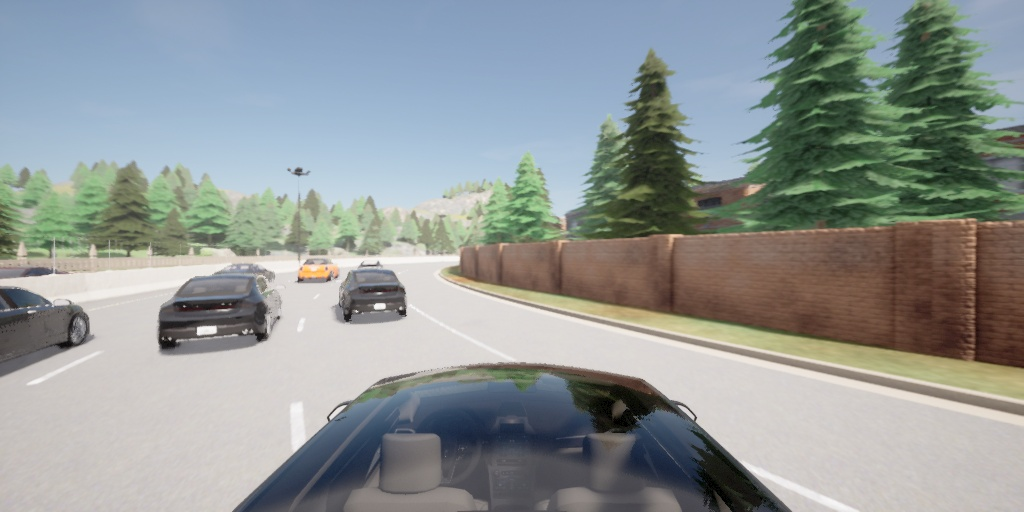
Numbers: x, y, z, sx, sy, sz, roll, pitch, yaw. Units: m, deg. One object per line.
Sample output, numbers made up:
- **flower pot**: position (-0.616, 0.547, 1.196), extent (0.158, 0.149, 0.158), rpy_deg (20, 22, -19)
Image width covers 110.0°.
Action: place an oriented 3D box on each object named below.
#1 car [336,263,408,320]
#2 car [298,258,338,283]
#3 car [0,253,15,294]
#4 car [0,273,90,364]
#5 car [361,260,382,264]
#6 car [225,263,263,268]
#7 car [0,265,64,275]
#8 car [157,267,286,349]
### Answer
- **car**: position (-4.886, 1.180, 12.394), extent (1.837, 1.490, 4.892), rpy_deg (0, 1, -27)
- **car**: position (-14.309, 0.926, 26.832), extent (2.097, 1.767, 4.553), rpy_deg (0, 0, -17)
- **car**: position (-25.475, 0.884, 15.333), extent (2.150, 2.045, 5.566), rpy_deg (0, 1, -20)
- **car**: position (-9.399, 1.228, 6.009), extent (1.837, 1.490, 4.892), rpy_deg (-1, 1, -30)
- **car**: position (-11.374, 1.047, 29.204), extent (2.128, 1.511, 4.902), rpy_deg (0, 0, -16)
- **car**: position (-16.737, 1.154, 22.589), extent (2.033, 1.411, 5.357), rpy_deg (0, 0, -18)
- **car**: position (-21.886, 1.184, 15.785), extent (1.812, 1.442, 4.674), rpy_deg (0, 0, -20)
- **car**: position (-7.156, 1.204, 9.190), extent (1.837, 1.490, 4.892), rpy_deg (-1, 1, -28)
